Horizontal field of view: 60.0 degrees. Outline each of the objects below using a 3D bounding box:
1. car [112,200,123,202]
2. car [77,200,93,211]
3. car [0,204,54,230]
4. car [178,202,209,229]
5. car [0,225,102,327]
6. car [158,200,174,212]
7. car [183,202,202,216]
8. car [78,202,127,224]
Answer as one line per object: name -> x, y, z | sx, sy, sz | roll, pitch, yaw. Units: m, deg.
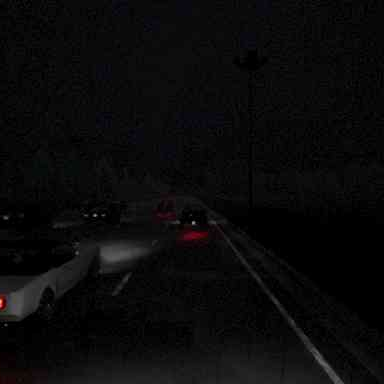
car -> -10.486, 1.860, 47.148 | 1.812, 1.442, 4.674 | 0, 0, 0
car -> -13.975, 1.843, 44.688 | 1.812, 1.442, 4.674 | 0, 0, 0
car -> -10.401, 1.499, 20.748 | 2.097, 1.767, 4.553 | 0, 0, 0
car -> 0.100, 1.668, 22.941 | 1.837, 1.490, 4.892 | 0, 0, 0
car -> -3.400, 1.652, 7.089 | 1.895, 1.301, 4.718 | 0, 0, 0
car -> -3.475, 1.809, 44.622 | 2.128, 1.511, 4.902 | 0, 0, 0
car -> 0.062, 1.826, 36.792 | 1.994, 1.385, 4.181 | 0, 0, 0
car -> -6.902, 1.734, 26.197 | 2.033, 1.411, 5.357 | 0, 0, 0
